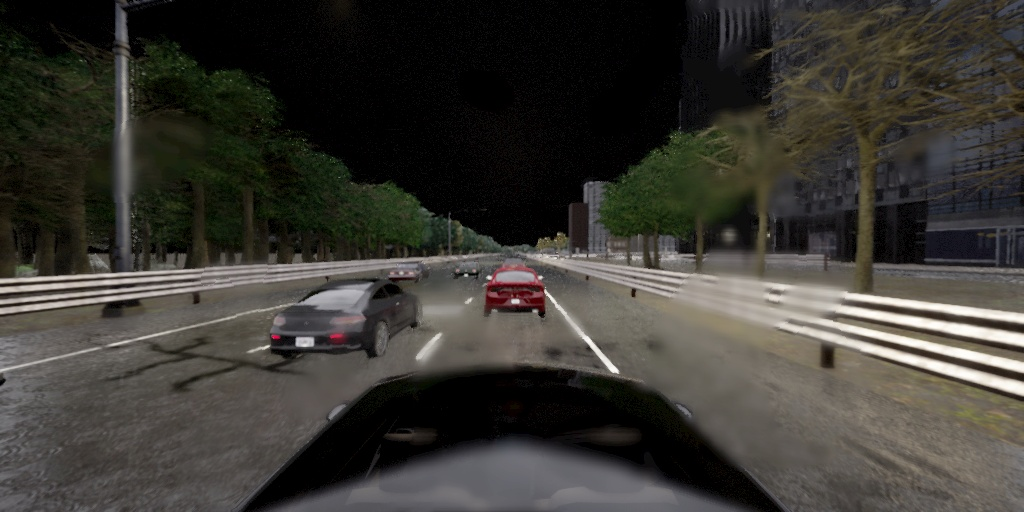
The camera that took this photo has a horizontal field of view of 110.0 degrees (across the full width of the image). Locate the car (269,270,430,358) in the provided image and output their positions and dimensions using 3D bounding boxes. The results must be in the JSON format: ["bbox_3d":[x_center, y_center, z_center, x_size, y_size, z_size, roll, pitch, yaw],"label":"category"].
[{"bbox_3d":[-3.397,1.223,8.187,1.812,1.442,4.674,0,0,0],"label":"car"}]

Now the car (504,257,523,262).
[{"bbox_3d":[0.110,0.865,29.951,2.097,1.767,4.553,0,0,0],"label":"car"}]

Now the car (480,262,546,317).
[{"bbox_3d":[0.104,1.136,12.820,1.882,1.535,5.008,0,1,0],"label":"car"}]

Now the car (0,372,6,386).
[{"bbox_3d":[-6.910,1.348,2.018,1.895,1.301,4.718,0,0,0],"label":"car"}]

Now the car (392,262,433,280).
[{"bbox_3d":[-6.890,1.104,24.879,2.033,1.411,5.357,0,1,0],"label":"car"}]

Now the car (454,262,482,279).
[{"bbox_3d":[-3.390,1.125,28.688,1.895,1.301,4.718,0,0,0],"label":"car"}]
